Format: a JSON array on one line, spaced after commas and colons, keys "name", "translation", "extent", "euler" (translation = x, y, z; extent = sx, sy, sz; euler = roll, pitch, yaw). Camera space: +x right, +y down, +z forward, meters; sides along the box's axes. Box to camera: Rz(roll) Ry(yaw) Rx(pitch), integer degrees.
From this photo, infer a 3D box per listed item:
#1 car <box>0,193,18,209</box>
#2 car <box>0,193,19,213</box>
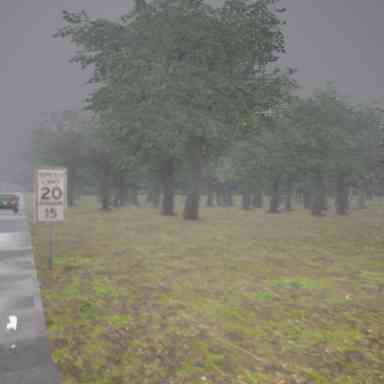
[{"name": "car", "translation": [-24.926, 1.207, 45.376], "extent": [2.150, 2.045, 5.566], "euler": [1, 0, -27]}, {"name": "car", "translation": [-20.014, 1.220, 35.883], "extent": [2.150, 2.045, 5.566], "euler": [1, 0, -27]}]
